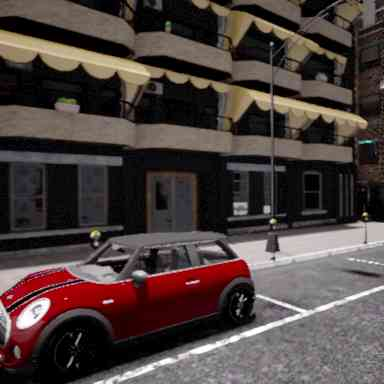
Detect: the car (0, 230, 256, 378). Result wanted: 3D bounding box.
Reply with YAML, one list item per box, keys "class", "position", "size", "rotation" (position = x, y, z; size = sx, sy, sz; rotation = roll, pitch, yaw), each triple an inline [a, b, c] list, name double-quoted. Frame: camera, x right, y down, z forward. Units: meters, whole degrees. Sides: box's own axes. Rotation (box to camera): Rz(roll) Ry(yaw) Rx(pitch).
- class: "car"
  position: [-0.927, 1.444, 5.456]
  size: [4.097, 1.590, 1.967]
  rotation: [0, -1, -36]
